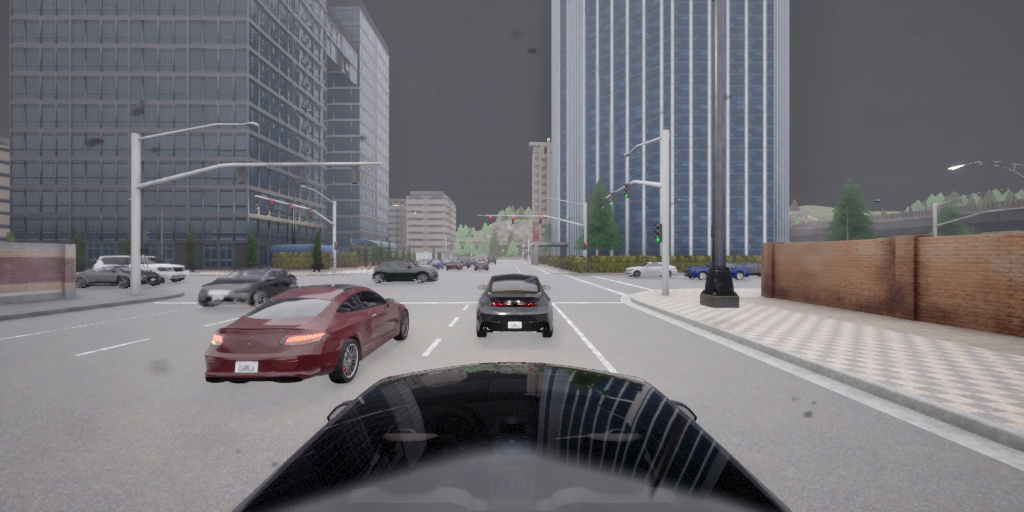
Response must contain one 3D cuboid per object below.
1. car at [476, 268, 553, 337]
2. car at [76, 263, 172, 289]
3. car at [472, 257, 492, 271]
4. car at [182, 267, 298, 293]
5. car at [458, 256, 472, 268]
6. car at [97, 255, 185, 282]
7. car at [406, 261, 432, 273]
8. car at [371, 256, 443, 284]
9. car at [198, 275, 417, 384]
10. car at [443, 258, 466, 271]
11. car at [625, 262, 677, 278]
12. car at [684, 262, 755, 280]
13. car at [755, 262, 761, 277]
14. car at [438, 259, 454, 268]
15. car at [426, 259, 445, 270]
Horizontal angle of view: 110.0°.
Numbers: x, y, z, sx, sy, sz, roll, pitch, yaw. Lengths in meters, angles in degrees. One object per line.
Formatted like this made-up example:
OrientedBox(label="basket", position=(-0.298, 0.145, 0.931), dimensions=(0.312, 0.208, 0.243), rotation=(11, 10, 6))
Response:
OrientedBox(label="car", position=(0.064, 1.255, 10.224), dimensions=(1.837, 1.490, 4.892), rotation=(0, 0, 0))
OrientedBox(label="car", position=(-24.724, 1.313, 22.677), dimensions=(4.181, 1.385, 1.994), rotation=(0, 0, 0))
OrientedBox(label="car", position=(-4.229, 1.275, 50.691), dimensions=(1.812, 1.442, 4.674), rotation=(0, 0, -1))
OrientedBox(label="car", position=(-10.911, 1.241, 15.257), dimensions=(2.128, 1.511, 4.902), rotation=(0, 0, -9))
OrientedBox(label="car", position=(-8.050, 0.971, 59.435), dimensions=(2.150, 2.045, 5.566), rotation=(0, 0, -1))
OrientedBox(label="car", position=(-27.022, 0.973, 26.164), dimensions=(5.566, 2.045, 2.150), rotation=(0, 0, -1))
OrientedBox(label="car", position=(-11.395, 1.351, 44.434), dimensions=(1.895, 1.301, 4.718), rotation=(0, 0, 1))
OrientedBox(label="car", position=(-7.750, 1.102, 26.339), dimensions=(4.553, 1.767, 2.097), rotation=(0, 0, -1))
OrientedBox(label="car", position=(-3.438, 1.276, 6.958), dimensions=(1.812, 1.442, 4.674), rotation=(0, 0, 0))
OrientedBox(label="car", position=(-7.912, 1.351, 49.641), dimensions=(1.895, 1.301, 4.718), rotation=(0, 0, -1))
OrientedBox(label="car", position=(13.027, 1.276, 33.713), dimensions=(4.674, 1.442, 1.812), rotation=(0, 0, 1))
OrientedBox(label="car", position=(17.209, 1.228, 30.269), dimensions=(5.008, 1.535, 1.882), rotation=(0, 0, -1))
OrientedBox(label="car", position=(22.614, 1.297, 33.817), dimensions=(5.357, 1.411, 2.033), rotation=(0, 0, -1))
OrientedBox(label="car", position=(-11.596, 1.227, 63.457), dimensions=(1.882, 1.535, 5.008), rotation=(0, 0, 0))
OrientedBox(label="car", position=(-11.473, 1.227, 53.826), dimensions=(1.882, 1.535, 5.008), rotation=(0, 0, -1))
